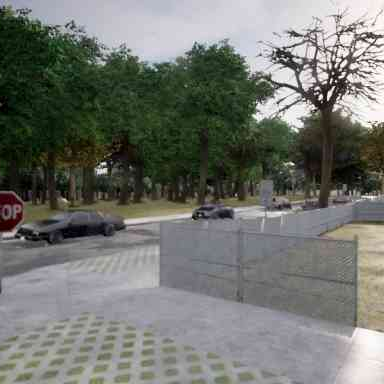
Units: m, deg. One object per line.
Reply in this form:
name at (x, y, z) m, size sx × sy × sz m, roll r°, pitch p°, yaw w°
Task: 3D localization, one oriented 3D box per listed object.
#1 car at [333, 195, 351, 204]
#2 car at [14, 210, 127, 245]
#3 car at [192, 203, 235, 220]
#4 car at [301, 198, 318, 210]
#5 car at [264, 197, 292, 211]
car at (23.257, 1.140, 51.503) m, size 1.994 × 1.385 × 4.181 m, roll 2°, pitch 2°, yaw 36°
car at (-5.656, 1.588, 16.309) m, size 2.033 × 1.411 × 5.357 m, roll 2°, pitch 1°, yaw 36°
car at (1.768, 1.559, 26.646) m, size 1.994 × 1.385 × 4.181 m, roll 2°, pitch 2°, yaw 36°
car at (14.623, 1.409, 39.482) m, size 1.895 × 1.301 × 4.718 m, roll 2°, pitch 2°, yaw 36°
car at (9.883, 1.329, 37.886) m, size 1.812 × 1.442 × 4.674 m, roll 2°, pitch 2°, yaw 36°
